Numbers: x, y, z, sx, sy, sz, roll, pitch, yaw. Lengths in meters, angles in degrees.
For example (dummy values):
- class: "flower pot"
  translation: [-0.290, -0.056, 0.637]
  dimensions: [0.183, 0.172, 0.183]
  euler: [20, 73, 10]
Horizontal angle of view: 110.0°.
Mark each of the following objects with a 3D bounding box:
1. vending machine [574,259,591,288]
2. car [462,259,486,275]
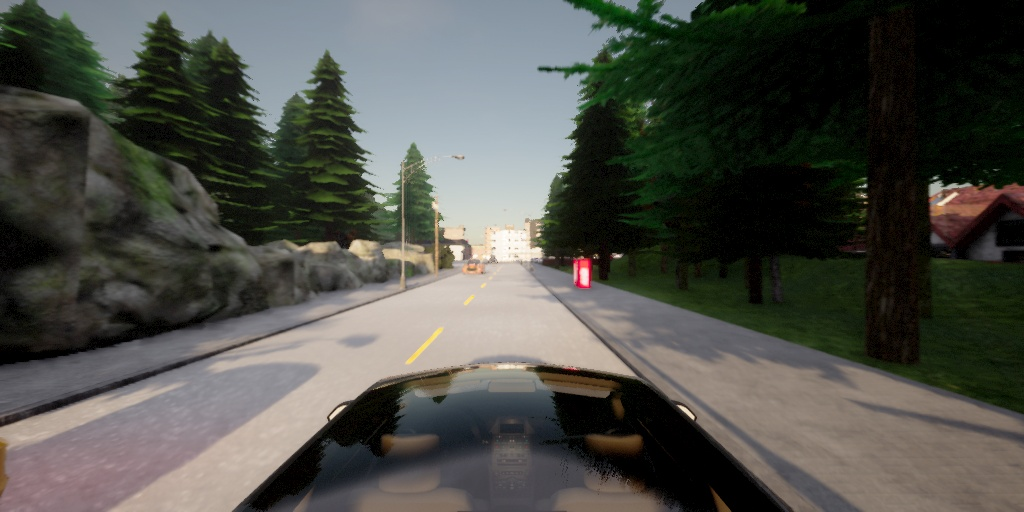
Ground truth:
- class: "vending machine"
  translation: [4.303, 1.168, 21.890]
  dimensions: [1.100, 2.100, 0.880]
  euler: [0, 0, 0]
- class: "car"
  translation: [-4.045, 1.108, 38.607]
  dimensions: [2.097, 1.767, 4.553]
  euler: [0, 0, 1]
